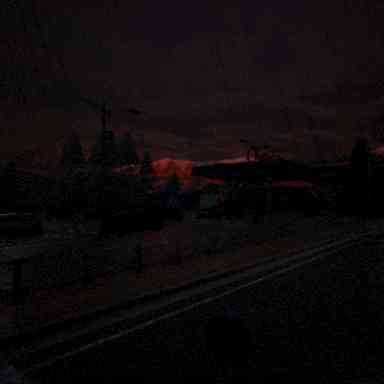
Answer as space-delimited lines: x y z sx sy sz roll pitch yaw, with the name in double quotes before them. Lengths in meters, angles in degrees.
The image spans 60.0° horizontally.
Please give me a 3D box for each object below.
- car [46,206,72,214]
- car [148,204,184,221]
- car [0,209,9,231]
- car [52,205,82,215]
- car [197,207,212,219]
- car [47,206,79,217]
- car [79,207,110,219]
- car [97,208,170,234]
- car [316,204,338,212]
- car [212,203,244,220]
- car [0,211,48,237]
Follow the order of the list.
"car" -26.400 3.538 66.063 2.007 1.523 4.514 -2 -2 40
"car" -2.991 2.269 35.702 1.932 1.855 4.605 -2 -2 40
"car" -16.523 2.154 24.348 2.152 1.636 5.027 -2 -2 40
"car" -23.956 3.454 64.098 2.152 1.636 5.027 -2 -2 40
"car" 2.407 2.655 42.235 1.970 1.475 3.806 -2 -2 40
"car" -19.760 3.046 50.627 1.845 1.501 3.633 -2 -2 40
"car" -12.108 2.782 44.207 2.007 1.523 4.514 -2 -2 40
"car" -4.058 2.159 23.565 2.007 1.523 4.514 -2 -2 40
"car" 26.742 3.156 65.417 4.611 1.667 2.242 -2 -2 40
"car" 4.568 2.281 39.648 1.905 1.878 3.866 -2 -2 40
"car" -11.383 2.082 20.492 1.970 1.475 3.806 -2 -2 40
